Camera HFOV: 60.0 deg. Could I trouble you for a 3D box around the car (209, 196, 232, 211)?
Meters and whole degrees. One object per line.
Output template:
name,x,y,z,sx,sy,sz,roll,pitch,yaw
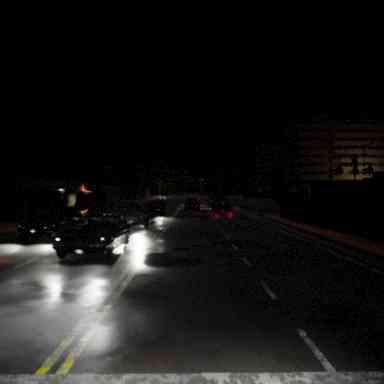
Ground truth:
car,3.511,1.354,39.929,2.097,1.767,4.553,0,0,0

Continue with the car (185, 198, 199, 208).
car,0.013,1.567,49.921,1.994,1.385,4.181,0,0,0

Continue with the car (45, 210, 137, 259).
car,-3.595,1.602,12.838,1.895,1.301,4.718,0,0,0

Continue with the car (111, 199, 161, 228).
car,-3.578,1.493,22.156,2.128,1.511,4.902,0,0,0

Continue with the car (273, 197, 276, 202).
car,17.785,1.157,62.803,4.605,1.855,1.932,0,0,-2

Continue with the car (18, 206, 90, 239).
car,-7.088,1.506,17.235,1.837,1.490,4.892,0,0,0

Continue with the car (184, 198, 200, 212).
car,0.011,1.550,39.640,2.033,1.411,5.357,0,0,0

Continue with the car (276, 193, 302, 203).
car,17.804,1.159,59.909,3.866,1.878,1.905,0,0,-2

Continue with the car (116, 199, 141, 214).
car,-6.990,1.566,36.954,1.994,1.385,4.181,0,0,0

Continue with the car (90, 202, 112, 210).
car,-7.056,1.549,27.034,2.033,1.411,5.357,0,0,0

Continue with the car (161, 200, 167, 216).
car,-3.512,1.507,32.201,1.837,1.490,4.892,0,0,0
